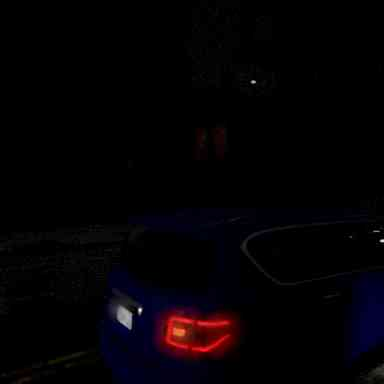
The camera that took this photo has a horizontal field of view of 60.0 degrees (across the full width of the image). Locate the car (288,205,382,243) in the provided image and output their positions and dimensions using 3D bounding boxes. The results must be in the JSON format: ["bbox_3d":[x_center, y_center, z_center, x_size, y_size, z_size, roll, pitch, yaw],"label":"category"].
[{"bbox_3d":[7.347,1.484,16.916,4.902,1.511,2.128,0,0,-36],"label":"car"}]

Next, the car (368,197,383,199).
[{"bbox_3d":[7.875,1.215,13.301,5.566,2.045,2.150,0,0,-36],"label":"car"}]

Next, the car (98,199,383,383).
[{"bbox_3d":[1.571,1.219,4.565,5.566,2.045,2.150,0,0,-36],"label":"car"}]
